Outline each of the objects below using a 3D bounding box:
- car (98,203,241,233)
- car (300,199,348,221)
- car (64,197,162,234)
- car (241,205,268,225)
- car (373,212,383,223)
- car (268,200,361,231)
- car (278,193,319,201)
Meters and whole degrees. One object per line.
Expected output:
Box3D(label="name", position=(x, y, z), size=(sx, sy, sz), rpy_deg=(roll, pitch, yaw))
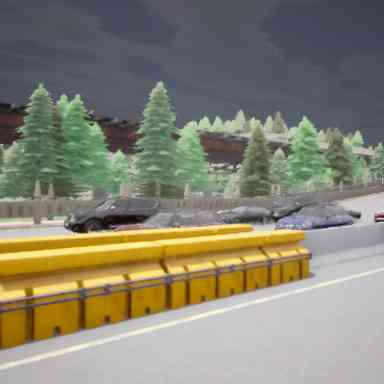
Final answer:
Box3D(label="car", position=(-0.731, 1.423, 12.073), size=(4.553, 1.767, 2.097), rpy_deg=(1, 0, -36))
Box3D(label="car", position=(11.806, 1.522, 29.673), size=(4.181, 1.385, 1.994), rpy_deg=(-6, 4, -35))
Box3D(label="car", position=(-4.015, 1.304, 18.327), size=(5.566, 2.045, 2.150), rpy_deg=(1, 0, -35))
Box3D(label="car", position=(3.766, 1.683, 23.895), size=(4.674, 1.442, 1.812), rpy_deg=(0, 0, -36))
Box3D(label="car", position=(14.571, 1.601, 23.028), size=(4.718, 1.301, 1.895), rpy_deg=(-2, 1, -35))
Box3D(label="car", position=(6.398, 1.507, 17.177), size=(4.553, 1.767, 2.097), rpy_deg=(0, 0, -36))
Box3D(label="car", position=(8.180, 1.285, 26.983), size=(5.566, 2.045, 2.150), rpy_deg=(-8, 5, -36))
